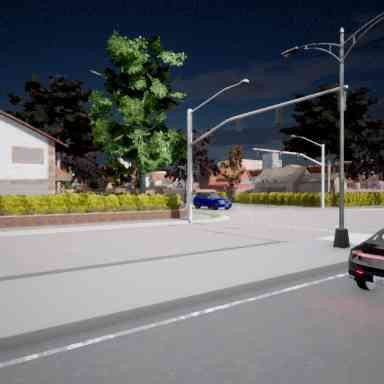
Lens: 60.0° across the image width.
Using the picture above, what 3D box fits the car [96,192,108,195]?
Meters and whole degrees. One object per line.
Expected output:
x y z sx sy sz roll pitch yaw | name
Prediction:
-18.245 1.041 69.216 2.150 2.045 5.566 0 0 -36 | car

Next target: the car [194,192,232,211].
2.440 1.112 40.399 2.150 2.045 5.566 0 1 -36 | car

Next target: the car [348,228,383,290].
5.592 1.474 7.733 4.902 1.511 2.128 0 0 -35 | car
